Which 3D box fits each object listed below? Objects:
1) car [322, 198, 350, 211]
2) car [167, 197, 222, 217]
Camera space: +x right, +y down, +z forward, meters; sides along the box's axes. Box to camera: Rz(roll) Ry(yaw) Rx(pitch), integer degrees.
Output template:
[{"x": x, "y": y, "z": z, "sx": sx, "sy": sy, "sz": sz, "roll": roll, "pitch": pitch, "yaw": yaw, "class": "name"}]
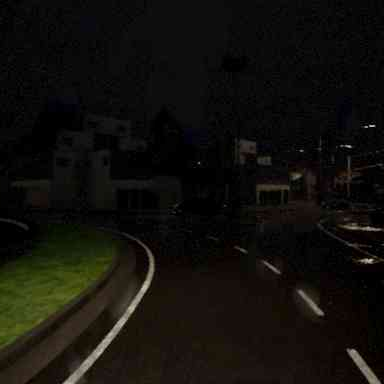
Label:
[{"x": 17.740, "y": 1.522, "z": 40.769, "sx": 4.674, "sy": 1.442, "sz": 1.812, "roll": 0, "pitch": 0, "yaw": -42, "class": "car"}, {"x": 0.176, "y": 1.206, "z": 28.605, "sx": 4.553, "sy": 1.767, "sz": 2.097, "roll": 1, "pitch": 0, "yaw": -22, "class": "car"}]
